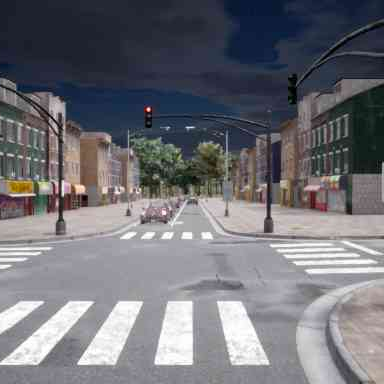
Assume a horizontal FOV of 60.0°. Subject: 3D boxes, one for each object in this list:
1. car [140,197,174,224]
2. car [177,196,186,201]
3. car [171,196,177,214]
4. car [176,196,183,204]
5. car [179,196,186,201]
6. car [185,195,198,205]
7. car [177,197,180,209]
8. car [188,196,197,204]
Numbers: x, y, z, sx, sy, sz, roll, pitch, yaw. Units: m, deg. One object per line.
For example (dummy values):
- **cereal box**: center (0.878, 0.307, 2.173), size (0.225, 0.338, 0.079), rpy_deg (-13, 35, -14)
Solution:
- **car**: center (-2.641, 1.444, 24.583), size (1.967, 1.590, 4.097), rpy_deg (-1, 0, 0)
- **car**: center (-2.623, 1.651, 84.365), size (1.947, 1.339, 4.313), rpy_deg (-1, 0, 0)
- **car**: center (-2.639, 1.448, 30.018), size (1.967, 1.590, 4.097), rpy_deg (-1, 0, 0)
- **car**: center (-2.634, 1.570, 46.322), size (1.887, 1.381, 4.507), rpy_deg (-1, 0, 0)
- **car**: center (-2.621, 1.678, 89.800), size (1.802, 1.307, 4.206), rpy_deg (-1, 0, 0)
- **car**: center (0.114, 1.569, 59.348), size (1.812, 1.442, 4.674), rpy_deg (0, 0, 0)
- **car**: center (-2.636, 1.579, 35.452), size (1.947, 1.339, 4.313), rpy_deg (-1, 0, 0)
- **car**: center (0.112, 1.535, 68.463), size (1.882, 1.535, 5.008), rpy_deg (0, 0, 0)
